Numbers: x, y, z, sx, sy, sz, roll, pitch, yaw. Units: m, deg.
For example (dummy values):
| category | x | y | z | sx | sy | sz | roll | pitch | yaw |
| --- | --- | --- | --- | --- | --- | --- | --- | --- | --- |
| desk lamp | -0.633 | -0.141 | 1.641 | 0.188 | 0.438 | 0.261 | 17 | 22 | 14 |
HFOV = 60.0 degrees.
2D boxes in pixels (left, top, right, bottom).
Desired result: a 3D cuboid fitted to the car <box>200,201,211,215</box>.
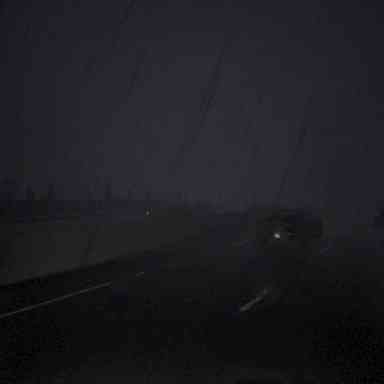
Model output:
| category | x | y | z | sx | sy | sz | roll | pitch | yaw |
| --- | --- | --- | --- | --- | --- | --- | --- | --- | --- |
| car | 0.369 | 1.688 | 34.988 | 1.812 | 1.442 | 4.674 | 0 | -2 | 33 |

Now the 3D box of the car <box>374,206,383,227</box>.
| category | x | y | z | sx | sy | sz | roll | pitch | yaw |
| --- | --- | --- | --- | --- | --- | --- | --- | --- | --- |
| car | 13.813 | 1.664 | 23.154 | 1.812 | 1.442 | 4.674 | 0 | -1 | 32 |

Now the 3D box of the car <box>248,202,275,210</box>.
| category | x | y | z | sx | sy | sz | roll | pitch | yaw |
| --- | --- | --- | --- | --- | --- | --- | --- | --- | --- |
| car | 6.956 | 1.729 | 32.297 | 1.837 | 1.490 | 4.892 | 0 | -2 | 33 |

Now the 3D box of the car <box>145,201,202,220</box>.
| category | x | y | z | sx | sy | sz | roll | pitch | yaw |
| --- | --- | --- | --- | --- | --- | --- | --- | --- | --- |
| car | -1.462 | 1.634 | 25.591 | 1.895 | 1.301 | 4.718 | 0 | 0 | 32 |

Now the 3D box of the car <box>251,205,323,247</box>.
| category | x | y | z | sx | sy | sz | roll | pitch | yaw |
| --- | --- | --- | --- | --- | --- | --- | --- | --- | --- |
| car | 4.740 | 1.537 | 15.401 | 2.128 | 1.511 | 4.902 | 0 | 0 | 32 |
